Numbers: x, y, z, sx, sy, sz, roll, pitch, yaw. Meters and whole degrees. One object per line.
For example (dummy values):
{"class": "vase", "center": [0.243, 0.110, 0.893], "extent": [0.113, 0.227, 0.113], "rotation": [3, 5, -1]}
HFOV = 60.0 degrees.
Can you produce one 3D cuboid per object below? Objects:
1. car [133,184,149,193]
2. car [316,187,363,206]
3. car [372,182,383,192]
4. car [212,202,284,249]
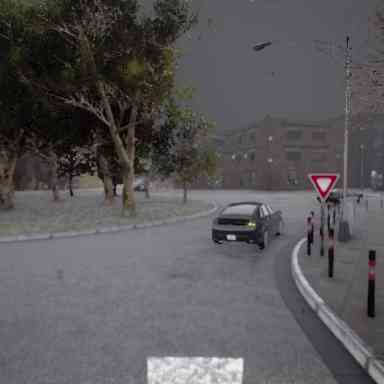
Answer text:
{"class": "car", "center": [-8.339, -0.661, 54.234], "extent": [2.033, 1.411, 5.357], "rotation": [-1, 2, -20]}
{"class": "car", "center": [13.436, 0.345, 30.128], "extent": [5.008, 1.535, 1.882], "rotation": [-1, 3, -31]}
{"class": "car", "center": [30.298, -0.870, 51.597], "extent": [2.185, 1.767, 4.553], "rotation": [-1, 3, -20]}
{"class": "car", "center": [2.320, 1.143, 13.085], "extent": [1.837, 1.490, 4.892], "rotation": [0, 2, 25]}
